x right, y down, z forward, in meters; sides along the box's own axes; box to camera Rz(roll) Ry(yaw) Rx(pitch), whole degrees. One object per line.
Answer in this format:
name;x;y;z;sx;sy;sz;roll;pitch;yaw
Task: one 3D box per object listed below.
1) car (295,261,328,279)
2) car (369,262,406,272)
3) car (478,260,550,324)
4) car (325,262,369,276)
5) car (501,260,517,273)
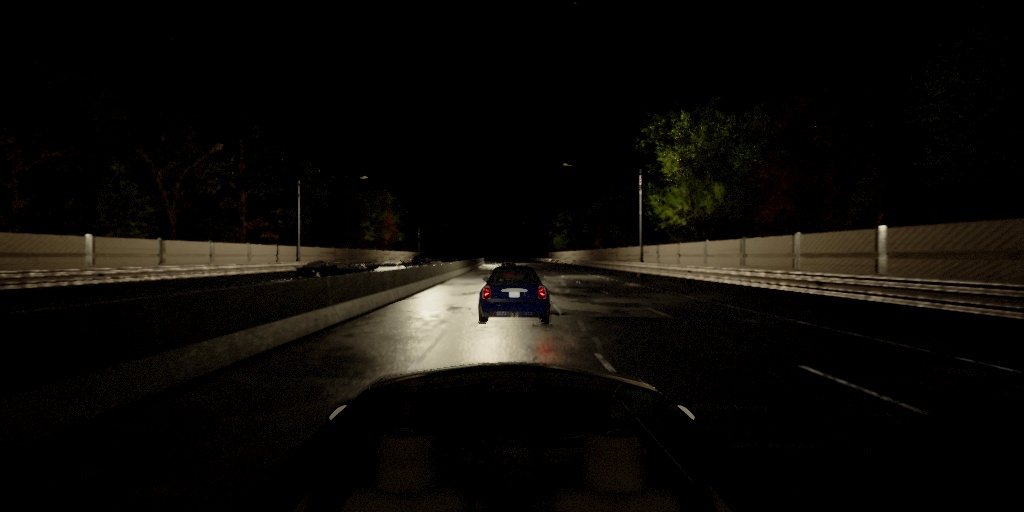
car;-17.902;1.243;33.072;1.882;1.535;5.008;0;0;-1
car;-10.886;1.291;32.310;1.812;1.442;4.674;0;0;-1
car;0.054;1.107;12.193;2.097;1.767;4.553;0;0;0
car;-14.384;1.366;32.154;1.895;1.301;4.718;0;0;-1
car;-0.443;1.276;44.289;1.837;1.490;4.892;0;0;-1
